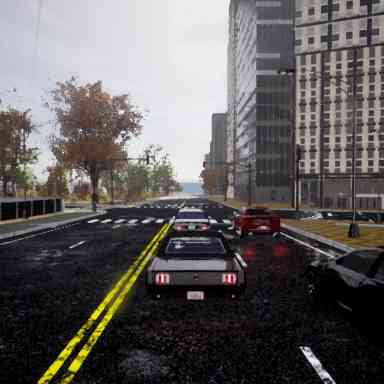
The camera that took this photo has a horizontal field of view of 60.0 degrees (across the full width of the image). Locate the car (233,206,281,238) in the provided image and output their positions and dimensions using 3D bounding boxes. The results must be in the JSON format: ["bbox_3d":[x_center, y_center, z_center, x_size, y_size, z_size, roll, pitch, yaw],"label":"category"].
[{"bbox_3d":[3.299,1.474,17.664,1.882,1.535,5.008,0,0,1],"label":"car"}]

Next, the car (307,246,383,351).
[{"bbox_3d":[3.343,1.501,4.992,2.163,1.488,4.792,0,0,0],"label":"car"}]

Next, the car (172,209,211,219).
[{"bbox_3d":[-0.016,1.544,16.519,2.033,1.411,5.357,0,0,0],"label":"car"}]

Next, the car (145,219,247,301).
[{"bbox_3d":[0.071,1.598,8.279,1.895,1.301,4.718,0,0,0],"label":"car"}]
